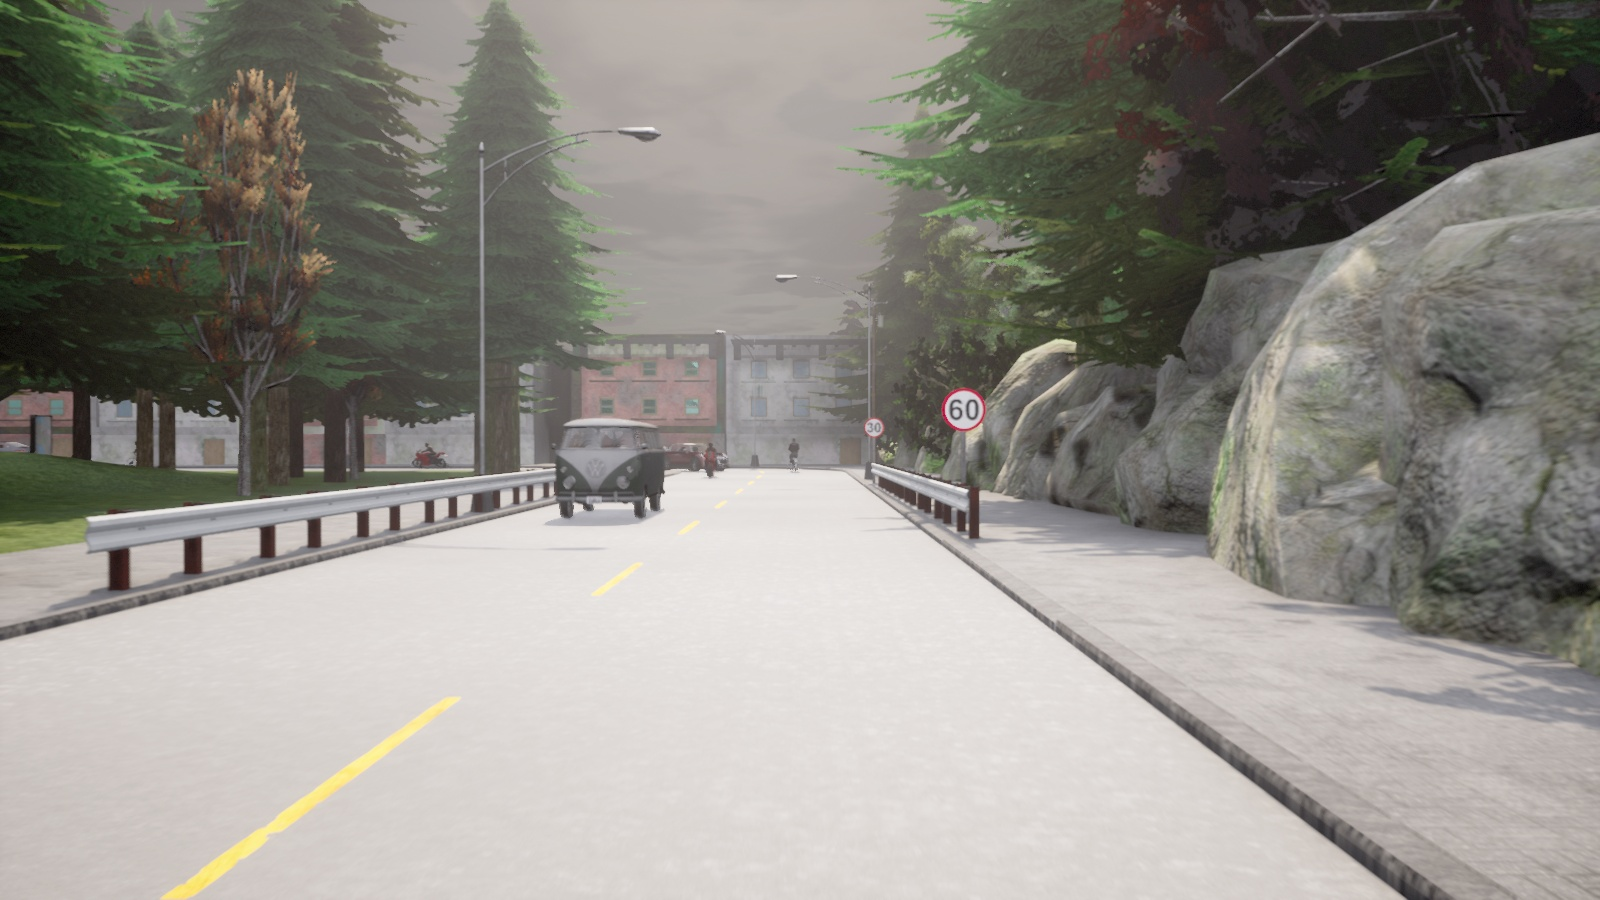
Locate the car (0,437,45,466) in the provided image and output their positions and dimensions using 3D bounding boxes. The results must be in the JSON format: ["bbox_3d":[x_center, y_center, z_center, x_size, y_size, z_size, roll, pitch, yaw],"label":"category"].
[{"bbox_3d":[-47.429,0.072,73.652,5.027,1.651,2.152,0,0,0],"label":"car"}]

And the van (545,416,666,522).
[{"bbox_3d":[-3.875,0.352,25.711,1.775,1.987,4.442,0,0,0],"label":"van"}]

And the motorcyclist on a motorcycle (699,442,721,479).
[{"bbox_3d":[-3.818,0.424,53.532,0.797,1.523,2.044,0,0,0],"label":"motorcyclist on a motorcycle"}]

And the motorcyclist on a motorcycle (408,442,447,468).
[{"bbox_3d":[-21.804,0.297,73.468,2.044,1.523,0.797,0,0,0],"label":"motorcyclist on a motorcycle"}]

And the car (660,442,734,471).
[{"bbox_3d":[-5.429,0.338,65.711,1.970,1.475,3.806,0,0,-41],"label":"car"}]
